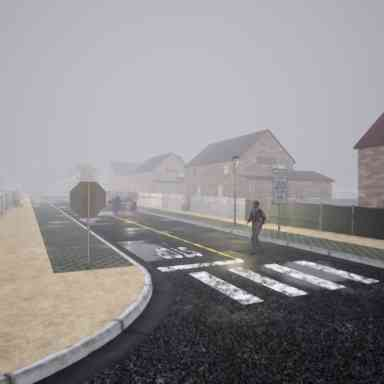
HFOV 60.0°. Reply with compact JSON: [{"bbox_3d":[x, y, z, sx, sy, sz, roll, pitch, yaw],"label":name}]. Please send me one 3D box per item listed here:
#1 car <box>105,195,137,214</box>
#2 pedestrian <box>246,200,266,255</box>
[{"bbox_3d":[-6.283,1.041,29.234,2.128,1.511,4.902,0,1,-27],"label":"car"},{"bbox_3d":[2.142,1.167,11.107,0.375,1.860,0.375,2,-1,-27],"label":"pedestrian"}]
